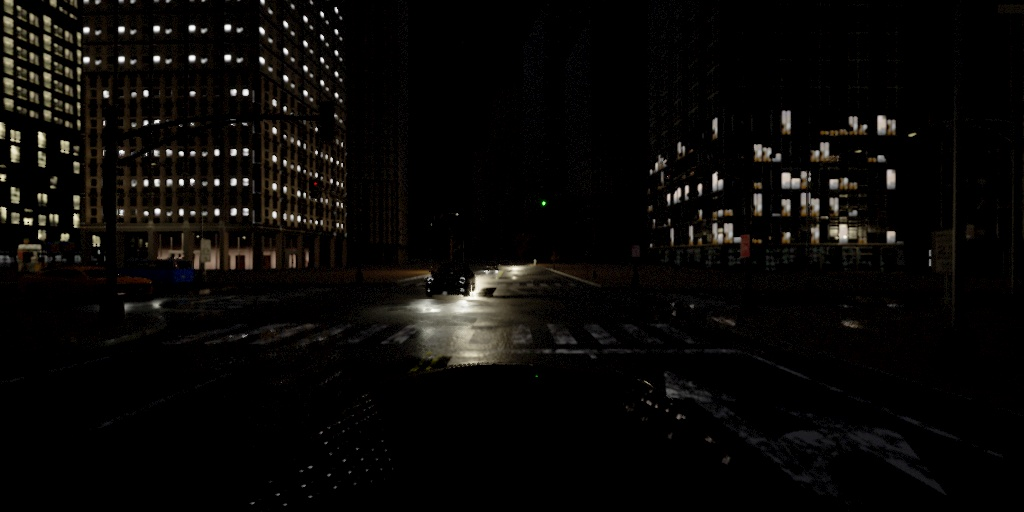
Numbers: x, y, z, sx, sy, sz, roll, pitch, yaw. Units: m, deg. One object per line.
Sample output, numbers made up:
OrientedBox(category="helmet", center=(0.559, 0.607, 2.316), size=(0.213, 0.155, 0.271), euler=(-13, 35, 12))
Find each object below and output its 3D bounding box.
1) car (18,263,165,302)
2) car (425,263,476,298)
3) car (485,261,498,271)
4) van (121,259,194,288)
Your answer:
OrientedBox(category="car", center=(-19.676, 1.243, 16.690), size=(5.008, 1.535, 1.882), euler=(1, 0, 2))
OrientedBox(category="car", center=(-3.192, 1.173, 19.330), size=(2.097, 1.767, 4.553), euler=(0, 0, 0))
OrientedBox(category="car", center=(-3.090, 1.512, 55.298), size=(1.837, 1.490, 4.892), euler=(0, 0, 0))
OrientedBox(category="van", center=(-22.591, 1.081, 22.680), size=(3.998, 1.789, 1.690), euler=(0, 0, 2))
